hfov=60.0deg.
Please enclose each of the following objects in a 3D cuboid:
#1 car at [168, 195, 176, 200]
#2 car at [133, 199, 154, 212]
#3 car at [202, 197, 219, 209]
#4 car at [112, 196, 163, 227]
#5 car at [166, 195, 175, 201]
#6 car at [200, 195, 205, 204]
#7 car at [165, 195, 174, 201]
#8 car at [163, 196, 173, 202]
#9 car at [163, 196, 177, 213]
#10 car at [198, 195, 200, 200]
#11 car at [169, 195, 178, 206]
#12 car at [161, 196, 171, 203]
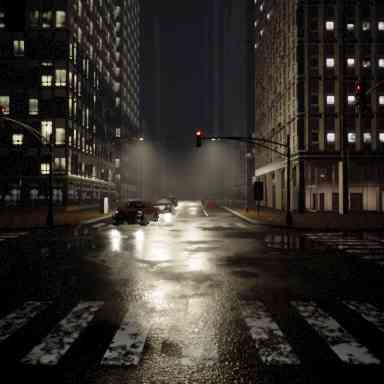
[{"bbox_3d":[-5.725,1.605,95.144,1.947,1.339,4.313,1,0,0],"label":"car"},{"bbox_3d":[-5.697,1.597,39.393,1.802,1.307,4.206,1,0,0],"label":"car"},{"bbox_3d":[2.680,1.599,45.034,1.802,1.307,4.206,1,0,0],"label":"car"},{"bbox_3d":[-3.779,1.360,22.865,2.097,1.767,4.553,0,0,9],"label":"car"},{"bbox_3d":[-5.721,1.587,89.569,2.008,1.369,4.403,1,0,0],"label":"car"},{"bbox_3d":[2.677,1.547,56.360,1.752,1.417,4.829,1,0,0],"label":"car"},{"bbox_3d":[-5.719,1.578,83.994,1.887,1.381,4.507,1,0,0],"label":"car"},{"bbox_3d":[-5.716,1.582,78.419,2.008,1.369,4.403,1,0,0],"label":"car"},{"bbox_3d":[-3.117,1.506,37.144,2.128,1.511,4.902,0,0,0],"label":"car"},{"bbox_3d":[2.673,1.590,61.767,1.947,1.339,4.313,1,0,0],"label":"car"},{"bbox_3d":[-3.114,1.525,51.024,1.837,1.490,4.892,0,0,0],"label":"car"},{"bbox_3d":[-5.713,1.573,72.844,1.887,1.381,4.507,1,0,0],"label":"car"}]
